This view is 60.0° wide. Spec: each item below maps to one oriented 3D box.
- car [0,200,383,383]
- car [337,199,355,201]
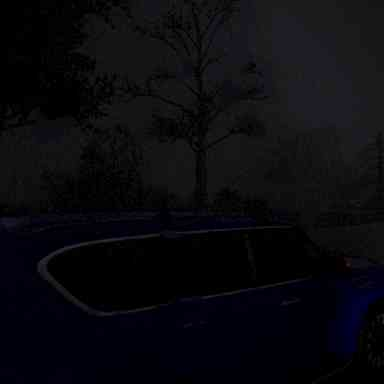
[{"bbox_3d":[0.230,1.221,3.864,5.566,2.045,2.150,0,0,-35],"label":"car"},{"bbox_3d":[18.668,1.530,39.846,1.812,1.442,4.674,0,1,-28],"label":"car"}]
